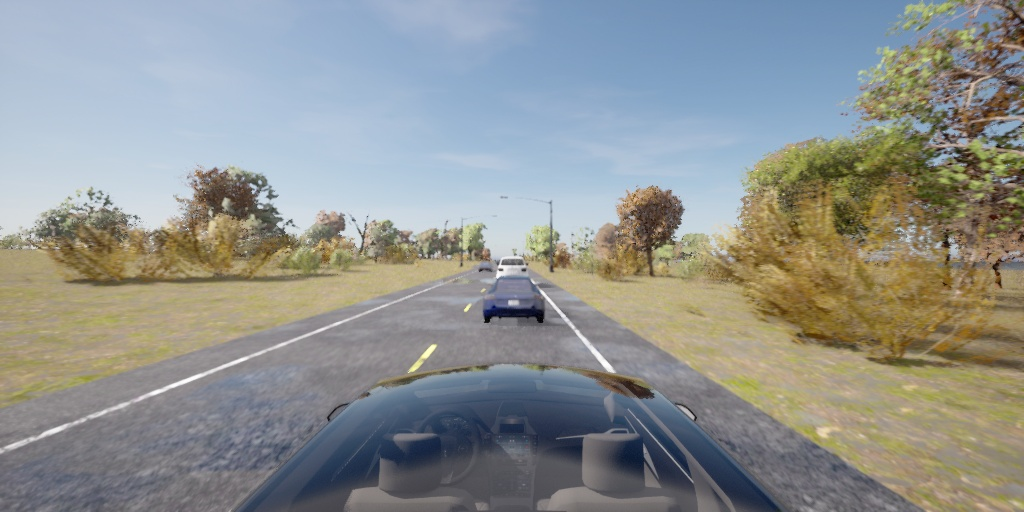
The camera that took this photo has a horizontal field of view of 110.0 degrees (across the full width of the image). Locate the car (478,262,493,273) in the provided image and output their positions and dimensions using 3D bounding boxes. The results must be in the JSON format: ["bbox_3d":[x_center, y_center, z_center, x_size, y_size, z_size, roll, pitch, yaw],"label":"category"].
[{"bbox_3d":[-3.595,1.520,49.310,2.033,1.411,5.357,0,0,0],"label":"car"}]

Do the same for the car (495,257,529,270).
[{"bbox_3d":[0.055,1.084,26.594,2.150,2.045,5.566,0,0,0],"label":"car"}]

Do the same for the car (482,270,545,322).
[{"bbox_3d":[0.065,1.361,12.576,1.994,1.385,4.181,0,0,0],"label":"car"}]
